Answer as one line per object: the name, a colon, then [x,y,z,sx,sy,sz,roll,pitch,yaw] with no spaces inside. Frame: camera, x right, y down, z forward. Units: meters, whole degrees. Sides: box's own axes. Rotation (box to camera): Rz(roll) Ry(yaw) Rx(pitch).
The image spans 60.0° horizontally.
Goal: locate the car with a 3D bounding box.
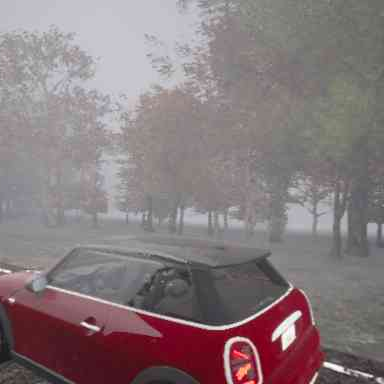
car: [-0.840,1.342,4.300,4.553,1.767,2.097,0,0,36]
